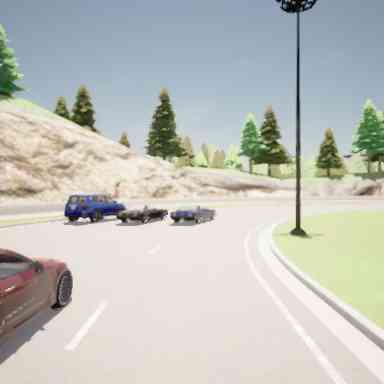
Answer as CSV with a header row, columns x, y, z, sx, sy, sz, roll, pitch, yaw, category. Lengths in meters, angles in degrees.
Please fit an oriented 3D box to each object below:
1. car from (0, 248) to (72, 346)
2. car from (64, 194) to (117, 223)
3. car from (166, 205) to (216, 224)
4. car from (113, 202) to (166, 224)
x,y,z,sx,sy,sz,roll,pitch,yaw,category
-3.371,1.519,4.885,1.812,1.442,4.674,0,0,1,car
-7.191,1.186,25.275,2.150,2.045,5.566,0,0,20,car
0.219,1.566,24.443,1.895,1.301,4.718,0,0,23,car
-3.508,1.566,24.522,1.895,1.301,4.718,0,0,21,car
